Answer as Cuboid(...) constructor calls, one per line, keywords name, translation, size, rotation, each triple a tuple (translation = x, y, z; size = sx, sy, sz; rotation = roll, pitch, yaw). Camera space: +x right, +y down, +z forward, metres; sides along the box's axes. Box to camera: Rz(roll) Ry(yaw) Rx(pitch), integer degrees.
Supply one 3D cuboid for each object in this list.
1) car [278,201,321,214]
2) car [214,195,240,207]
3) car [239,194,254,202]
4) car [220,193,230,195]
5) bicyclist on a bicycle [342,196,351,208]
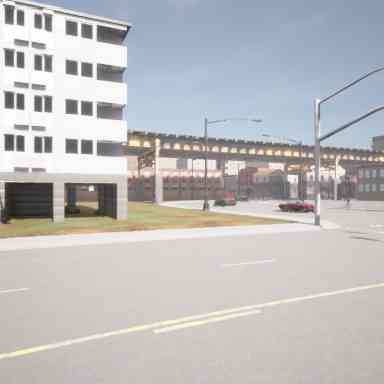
Cuboid(name="car", translation=(11.572, 1.601, 35.856), size=(1.895, 1.301, 4.718), rotation=(0, 0, -25))
Cuboid(name="car", translation=(4.989, 1.564, 50.161), size=(1.994, 1.385, 4.181), rotation=(0, 0, -23))
Cuboid(name="car", translation=(11.230, 1.525, 75.429), size=(2.128, 1.511, 4.902), rotation=(0, 0, 41))
Cuboid(name="car", translation=(6.648, 1.221, 65.723), size=(2.150, 2.045, 5.566), rotation=(0, 0, 11))
Cuboid(name="bicyclist on a bicycle", translation=(20.163, 1.303, 43.359), size=(1.656, 1.620, 0.582), rotation=(0, 0, -25))
